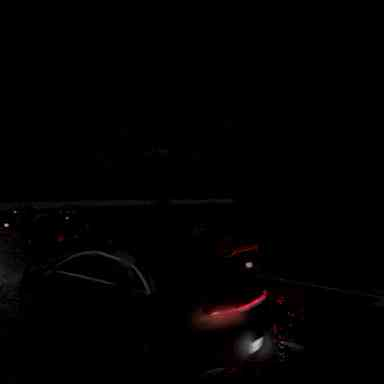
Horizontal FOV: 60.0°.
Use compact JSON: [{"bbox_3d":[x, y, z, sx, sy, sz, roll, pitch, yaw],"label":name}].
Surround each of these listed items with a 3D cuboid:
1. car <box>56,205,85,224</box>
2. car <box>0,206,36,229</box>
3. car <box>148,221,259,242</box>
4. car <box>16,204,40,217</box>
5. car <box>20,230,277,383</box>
[{"bbox_3d":[-10.203,1.832,28.133,2.128,1.511,4.902,0,-1,-13],"label":"car"},{"bbox_3d":[-12.791,1.904,23.954,1.895,1.301,4.718,0,-1,-17],"label":"car"},{"bbox_3d":[-0.413,1.584,9.544,5.008,1.535,1.882,-1,-1,45],"label":"car"},{"bbox_3d":[-17.847,2.008,35.375,1.994,1.385,4.181,0,-1,-2],"label":"car"},{"bbox_3d":[-1.077,1.555,5.405,4.902,1.511,2.128,-1,-1,42],"label":"car"}]
